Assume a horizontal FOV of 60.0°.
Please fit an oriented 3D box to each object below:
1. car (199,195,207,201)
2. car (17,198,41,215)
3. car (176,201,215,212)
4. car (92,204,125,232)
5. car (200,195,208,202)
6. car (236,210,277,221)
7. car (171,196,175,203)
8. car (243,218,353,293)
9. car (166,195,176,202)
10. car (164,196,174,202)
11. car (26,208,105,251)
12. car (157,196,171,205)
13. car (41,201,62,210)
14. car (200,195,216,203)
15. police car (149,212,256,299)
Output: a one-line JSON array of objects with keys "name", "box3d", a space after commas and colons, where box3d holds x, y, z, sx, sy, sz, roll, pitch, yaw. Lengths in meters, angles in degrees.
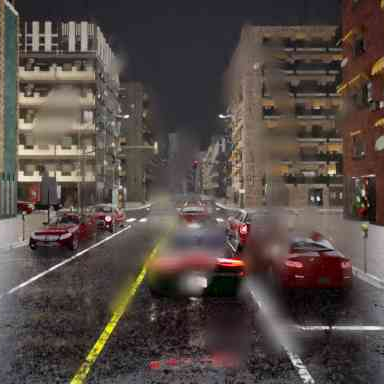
[{"name": "car", "box3d": [2.851, 1.564, 86.265, 2.008, 1.369, 4.403, 1, 0, 0]}, {"name": "car", "box3d": [-17.463, 1.241, 31.244, 5.009, 1.841, 2.192, 0, -1, 0]}, {"name": "car", "box3d": [0.125, 1.482, 19.036, 1.882, 1.535, 5.008, 0, 0, 0]}, {"name": "car", "box3d": [-5.251, 1.445, 19.693, 1.967, 1.590, 4.097, 1, 0, 0]}, {"name": "car", "box3d": [2.833, 1.557, 80.594, 1.887, 1.381, 4.507, 1, 0, 0]}, {"name": "car", "box3d": [2.620, 1.444, 14.141, 1.967, 1.590, 4.097, 1, 0, 0]}, {"name": "car", "box3d": [-5.085, 1.537, 69.078, 1.752, 1.417, 4.829, 1, 0, 0]}, {"name": "car", "box3d": [2.600, 1.584, 8.592, 1.802, 1.307, 4.206, 1, 0, 0]}, {"name": "car", "box3d": [-5.048, 1.557, 80.590, 1.887, 1.381, 4.507, 1, 0, 0]}, {"name": "car", "box3d": [-5.066, 1.578, 74.919, 1.947, 1.339, 4.313, 1, 0, 0]}, {"name": "car", "box3d": [-5.267, 1.585, 14.144, 1.802, 1.307, 4.206, 1, 0, 0]}, {"name": "car", "box3d": [-5.121, 1.536, 57.736, 1.752, 1.417, 4.829, 1, 0, 0]}, {"name": "car", "box3d": [-17.499, 1.591, 39.120, 4.313, 1.339, 1.947, 0, -1, 0]}, {"name": "car", "box3d": [2.741, 1.560, 52.240, 2.008, 1.369, 4.403, 1, 0, 0]}, {"name": "police car", "box3d": [0.124, 1.507, 8.575, 2.038, 1.542, 4.974, 0, 0, 0]}]
